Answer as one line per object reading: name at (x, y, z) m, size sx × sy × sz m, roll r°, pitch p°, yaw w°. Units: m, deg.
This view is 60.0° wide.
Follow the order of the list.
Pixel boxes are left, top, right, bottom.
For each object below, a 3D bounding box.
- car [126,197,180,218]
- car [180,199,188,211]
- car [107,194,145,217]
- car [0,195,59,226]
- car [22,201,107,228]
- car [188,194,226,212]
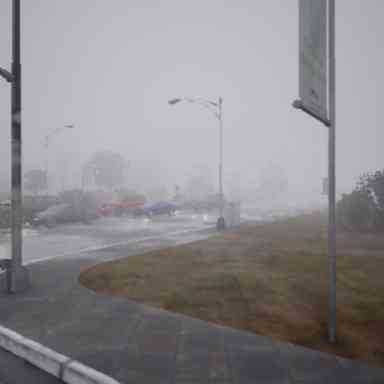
car at (-3.517, 1.509, 31.120) m, size 1.882 × 1.535 × 5.008 m, roll 0°, pitch 0°, yaw 32°
car at (-0.963, 1.584, 41.726) m, size 2.033 × 1.411 × 5.357 m, roll 0°, pitch 0°, yaw 32°
car at (-6.641, 1.258, 32.731) m, size 2.150 × 2.045 × 5.566 m, roll 0°, pitch 0°, yaw 32°
car at (-12.109, 1.257, 24.049) m, size 2.150 × 2.045 × 5.566 m, roll 0°, pitch 0°, yaw 32°
car at (-8.748, 1.578, 22.819) m, size 2.033 × 1.411 × 5.357 m, roll 0°, pitch 0°, yaw 32°
car at (2.197, 1.253, 40.175) m, size 2.150 × 2.045 × 5.566 m, roll 0°, pitch 0°, yaw 32°
